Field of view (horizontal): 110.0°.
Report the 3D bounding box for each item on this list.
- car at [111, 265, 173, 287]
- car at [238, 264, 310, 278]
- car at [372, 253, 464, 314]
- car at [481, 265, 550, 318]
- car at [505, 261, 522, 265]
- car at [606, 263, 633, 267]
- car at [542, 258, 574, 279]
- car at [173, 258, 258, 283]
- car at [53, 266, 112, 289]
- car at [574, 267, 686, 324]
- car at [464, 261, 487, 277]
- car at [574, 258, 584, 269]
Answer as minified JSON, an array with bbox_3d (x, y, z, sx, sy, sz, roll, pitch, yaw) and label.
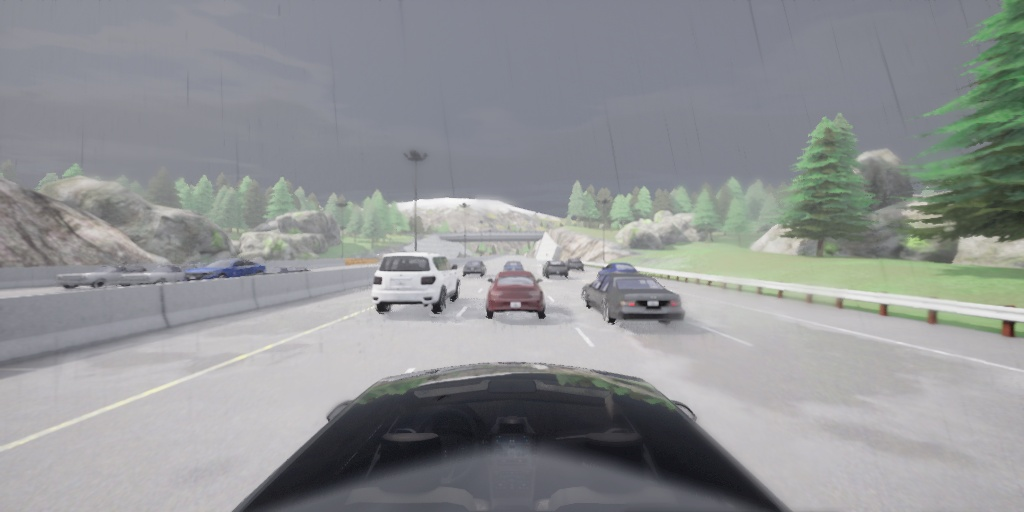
[{"bbox_3d":[-20.985,1.244,22.097,1.895,1.301,4.718,0,0,0],"label":"car"},{"bbox_3d":[-13.985,1.291,22.092,1.895,1.301,4.718,0,0,0],"label":"car"},{"bbox_3d":[-3.390,0.907,13.628,2.150,2.045,5.566,0,0,0],"label":"car"},{"bbox_3d":[0.108,1.217,12.538,1.812,1.442,4.674,0,0,0],"label":"car"},{"bbox_3d":[0.123,1.137,31.431,2.033,1.411,5.357,0,0,0],"label":"car"},{"bbox_3d":[7.117,1.157,23.965,1.812,1.442,4.674,0,0,0],"label":"car"},{"bbox_3d":[3.622,1.086,30.608,2.128,1.511,4.902,0,0,0],"label":"car"},{"bbox_3d":[-17.485,0.921,22.123,1.882,1.535,5.008,0,0,0],"label":"car"},{"bbox_3d":[-24.485,1.244,22.100,1.895,1.301,4.718,0,0,0],"label":"car"},{"bbox_3d":[3.606,1.245,11.669,2.033,1.411,5.357,0,0,0],"label":"car"},{"bbox_3d":[-3.377,1.129,32.928,2.033,1.411,5.357,0,0,0],"label":"car"},{"bbox_3d":[7.130,1.026,41.918,2.128,1.511,4.902,0,0,0],"label":"car"}]
